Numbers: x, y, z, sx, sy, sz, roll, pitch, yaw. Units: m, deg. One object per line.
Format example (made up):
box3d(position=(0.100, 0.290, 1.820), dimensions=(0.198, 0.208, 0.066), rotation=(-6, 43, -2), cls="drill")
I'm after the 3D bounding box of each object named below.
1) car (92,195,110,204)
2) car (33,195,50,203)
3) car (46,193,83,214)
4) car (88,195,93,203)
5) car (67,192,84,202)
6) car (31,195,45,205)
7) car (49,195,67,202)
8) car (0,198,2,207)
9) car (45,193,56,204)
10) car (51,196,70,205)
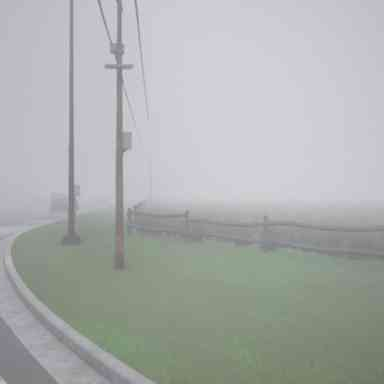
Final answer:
box3d(position=(-16.185, 1.522, 60.782), dimensions=(2.033, 1.411, 5.357), rotation=(0, 0, -6), cls="car")
box3d(position=(-31.233, 1.467, 69.281), dimensions=(1.837, 1.490, 4.892), rotation=(0, 0, -6), cls="car")
box3d(position=(-13.605, 1.336, 35.802), dimensions=(2.097, 1.767, 4.553), rotation=(0, 0, -6), cls="car")
box3d(position=(-20.801, 1.470, 70.514), dimensions=(1.837, 1.490, 4.892), rotation=(0, 0, -6), cls="car")
box3d(position=(-24.183, 1.027, 69.138), dimensions=(2.150, 2.045, 5.566), rotation=(0, 0, -6), cls="car")
box3d(position=(-26.595, 1.450, 58.385), dimensions=(1.882, 1.535, 5.008), rotation=(0, 0, -6), cls="car")
box3d(position=(-27.662, 1.341, 68.750), dimensions=(2.033, 1.411, 5.357), rotation=(0, 0, -6), cls="car")
box3d(position=(-28.795, 1.198, 46.544), dimensions=(2.150, 2.045, 5.566), rotation=(0, 0, -6), cls="car")
box3d(position=(-18.243, 1.198, 46.583), dimensions=(2.150, 2.045, 5.566), rotation=(0, 0, -6), cls="car")
box3d(position=(-23.114, 1.478, 58.743), dimensions=(1.837, 1.490, 4.892), rotation=(0, 0, -6), cls="car")
